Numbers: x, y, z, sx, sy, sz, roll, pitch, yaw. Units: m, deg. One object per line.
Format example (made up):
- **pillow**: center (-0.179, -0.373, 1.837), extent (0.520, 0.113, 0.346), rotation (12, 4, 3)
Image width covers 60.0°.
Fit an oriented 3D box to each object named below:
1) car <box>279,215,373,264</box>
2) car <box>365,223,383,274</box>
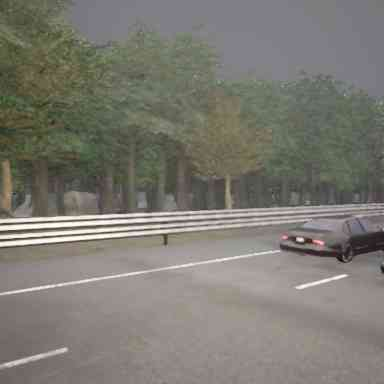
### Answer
- **car**: center (5.447, 1.551, 11.929), extent (5.357, 1.411, 2.033), rotation (0, 0, -36)
- **car**: center (7.002, 1.551, 8.742), extent (5.357, 1.411, 2.033), rotation (0, 0, -36)
